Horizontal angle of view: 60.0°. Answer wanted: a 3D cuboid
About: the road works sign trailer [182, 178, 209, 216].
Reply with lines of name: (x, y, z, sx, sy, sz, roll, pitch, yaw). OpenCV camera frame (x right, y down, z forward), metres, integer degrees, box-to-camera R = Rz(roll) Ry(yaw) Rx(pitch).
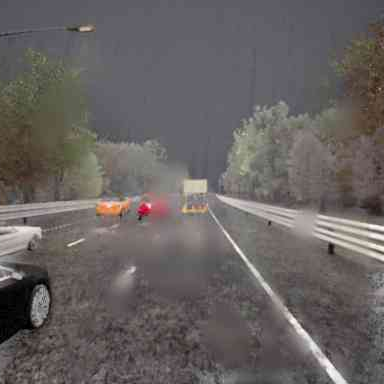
road works sign trailer: (0.314, 0.484, 32.328, 2.380, 3.560, 2.880, 0, 0, 2)

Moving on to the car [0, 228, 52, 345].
car: (-3.390, 1.495, 3.984, 2.128, 1.511, 4.902, 0, 0, 0)

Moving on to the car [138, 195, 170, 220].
car: (-3.152, 1.240, 28.260, 2.150, 2.045, 5.566, 0, 0, 1)

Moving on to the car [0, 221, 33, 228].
car: (-6.853, 1.610, 11.064, 1.895, 1.301, 4.718, 0, 0, 0)

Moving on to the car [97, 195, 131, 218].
car: (-6.611, 1.024, 28.667, 2.097, 1.767, 4.553, 2, 4, 0)
